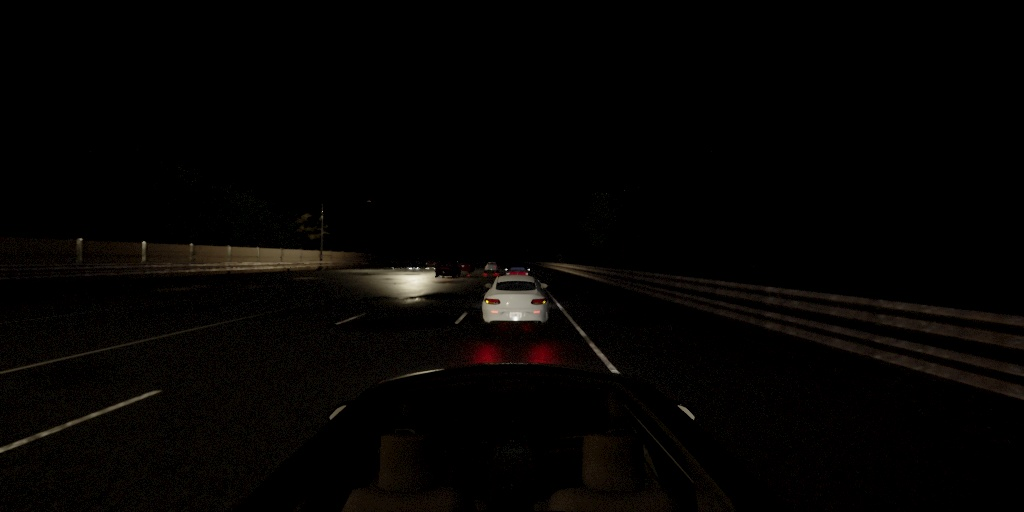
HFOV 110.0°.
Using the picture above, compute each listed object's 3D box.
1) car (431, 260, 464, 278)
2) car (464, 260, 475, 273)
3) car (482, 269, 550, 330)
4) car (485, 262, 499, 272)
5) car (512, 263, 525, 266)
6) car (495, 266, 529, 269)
[{"bbox_3d":[-6.352,1.373,35.965,1.882,1.535,5.008,0,0,1],"label":"car"},{"bbox_3d":[-6.242,1.362,47.923,2.097,1.767,4.553,0,-1,0],"label":"car"},{"bbox_3d":[0.126,1.286,11.090,1.812,1.442,4.674,0,0,1],"label":"car"},{"bbox_3d":[-2.725,1.580,49.816,1.812,1.442,4.674,0,-1,0],"label":"car"},{"bbox_3d":[0.412,1.415,26.810,1.994,1.385,4.181,0,0,1],"label":"car"},{"bbox_3d":[0.279,1.401,19.970,1.895,1.301,4.718,0,0,1],"label":"car"}]
